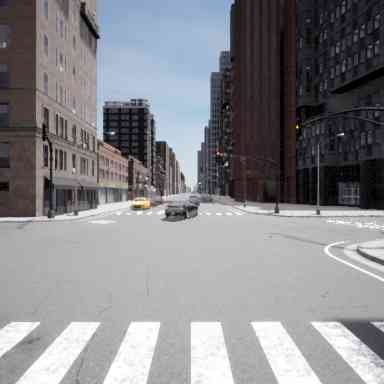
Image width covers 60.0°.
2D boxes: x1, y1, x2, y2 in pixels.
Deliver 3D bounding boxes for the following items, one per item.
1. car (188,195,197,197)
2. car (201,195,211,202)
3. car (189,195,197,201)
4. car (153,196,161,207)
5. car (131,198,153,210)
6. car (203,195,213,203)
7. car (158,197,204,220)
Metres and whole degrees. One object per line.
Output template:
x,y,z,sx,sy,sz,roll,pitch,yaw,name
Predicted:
0.191,1.574,54.372,1.994,1.385,4.181,0,0,0,car
3.398,1.500,81.384,2.128,1.511,4.902,0,0,0,car
0.150,1.482,82.213,1.882,1.535,5.008,0,0,0,car
-6.490,1.574,51.446,1.994,1.385,4.181,0,0,1,car
-6.521,1.486,42.196,1.882,1.535,5.008,0,0,0,car
3.379,1.532,70.964,2.128,1.511,4.902,0,0,0,car
-0.826,1.496,28.707,2.128,1.511,4.902,0,0,16,car
